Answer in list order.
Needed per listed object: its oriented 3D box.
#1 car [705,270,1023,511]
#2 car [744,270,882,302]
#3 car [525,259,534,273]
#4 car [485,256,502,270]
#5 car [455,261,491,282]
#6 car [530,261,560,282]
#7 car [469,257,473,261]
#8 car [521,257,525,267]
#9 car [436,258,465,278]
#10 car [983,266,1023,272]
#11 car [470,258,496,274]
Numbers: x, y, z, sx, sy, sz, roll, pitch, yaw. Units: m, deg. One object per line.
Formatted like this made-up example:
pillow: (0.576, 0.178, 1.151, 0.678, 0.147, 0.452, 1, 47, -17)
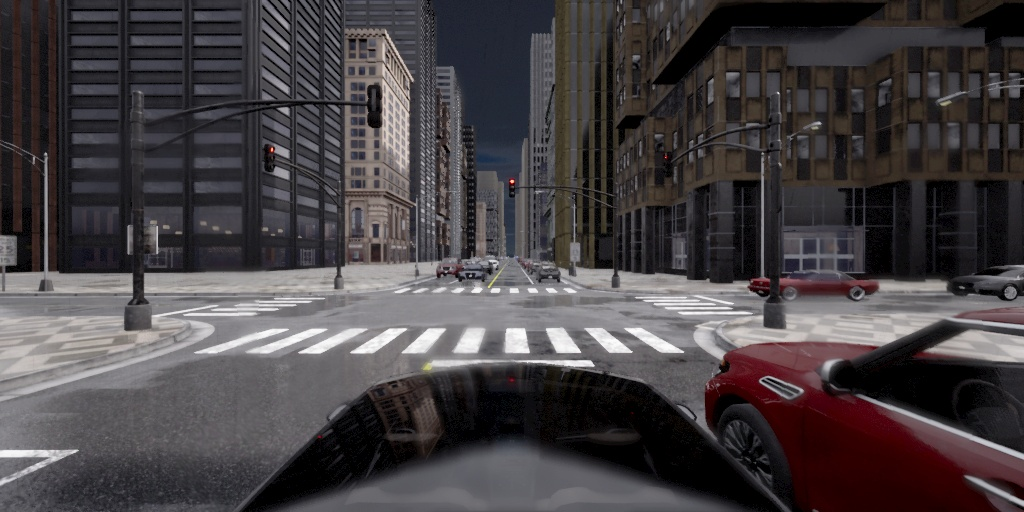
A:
car: (2.762, 1.065, 1.183, 2.192, 1.841, 5.009, 0, 0, 0)
car: (13.529, 1.314, 16.326, 4.718, 1.301, 1.895, 0, 0, 0)
car: (2.787, 1.303, 39.438, 2.007, 1.370, 4.403, 0, 0, 0)
car: (-3.051, 0.978, 51.294, 2.150, 2.045, 5.566, 0, 0, 0)
car: (-3.079, 1.315, 28.795, 1.994, 1.385, 4.181, 0, 0, 1)
car: (2.780, 1.301, 28.157, 2.007, 1.370, 4.403, 0, 0, 0)
car: (-5.738, 1.192, 39.435, 1.967, 1.591, 4.097, 0, 0, 0)
car: (2.799, 1.197, 56.359, 1.967, 1.591, 4.097, 0, 0, 0)
car: (-5.741, 1.066, 33.793, 2.192, 1.841, 5.009, 0, 0, 0)
car: (22.963, 1.197, 16.367, 4.892, 1.490, 1.837, 0, 0, 0)
car: (-3.072, 1.230, 38.871, 1.882, 1.535, 5.008, 0, 0, 0)
